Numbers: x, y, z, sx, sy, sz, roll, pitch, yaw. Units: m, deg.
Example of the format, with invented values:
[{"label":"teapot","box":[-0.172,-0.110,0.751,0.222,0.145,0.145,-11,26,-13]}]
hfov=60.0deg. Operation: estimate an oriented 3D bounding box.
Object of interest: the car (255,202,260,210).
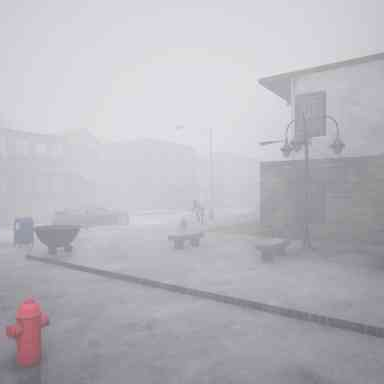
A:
[{"label":"car","box":[9.863,1.601,42.324,1.895,1.301,4.718,0,0,35]}]

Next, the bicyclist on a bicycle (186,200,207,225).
[{"label":"bicyclist on a bicycle","box":[0.285,1.340,21.633,1.656,1.620,0.582,0,0,35]}]

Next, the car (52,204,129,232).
[{"label":"car","box":[-5.942,1.491,20.128,2.128,1.511,4.902,0,0,35]}]
